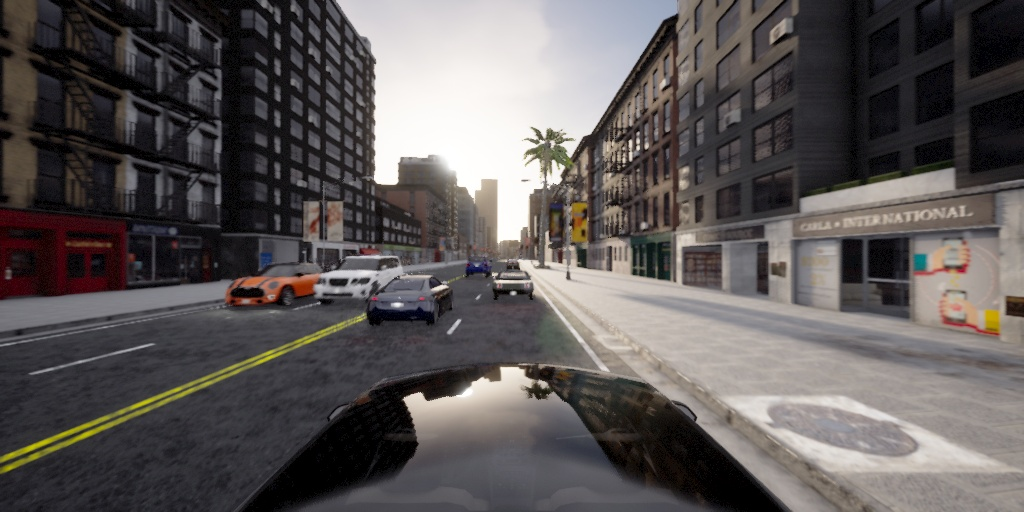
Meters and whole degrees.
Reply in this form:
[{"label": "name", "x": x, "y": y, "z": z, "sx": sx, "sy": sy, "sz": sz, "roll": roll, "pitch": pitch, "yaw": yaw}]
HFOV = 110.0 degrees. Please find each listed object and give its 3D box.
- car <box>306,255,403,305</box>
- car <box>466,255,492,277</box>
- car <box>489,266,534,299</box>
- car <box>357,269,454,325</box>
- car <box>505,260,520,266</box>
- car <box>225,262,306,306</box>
[{"label": "car", "x": -6.581, "y": 0.964, "z": 16.266, "sx": 2.150, "sy": 2.045, "sz": 5.566, "roll": 0, "pitch": 0, "yaw": 0}, {"label": "car", "x": -3.148, "y": 0.959, "z": 34.782, "sx": 2.150, "sy": 2.045, "sz": 5.566, "roll": 0, "pitch": 0, "yaw": 0}, {"label": "car", "x": 0.070, "y": 1.344, "z": 17.886, "sx": 1.895, "sy": 1.301, "sz": 4.718, "roll": 0, "pitch": 0, "yaw": 0}, {"label": "car", "x": -3.150, "y": 1.310, "z": 11.850, "sx": 1.994, "sy": 1.385, "sz": 4.181, "roll": 0, "pitch": 0, "yaw": 0}, {"label": "car", "x": 0.101, "y": 1.239, "z": 49.793, "sx": 1.837, "sy": 1.490, "sz": 4.892, "roll": 0, "pitch": -1, "yaw": 0}, {"label": "car", "x": -9.832, "y": 1.096, "z": 15.506, "sx": 2.097, "sy": 1.767, "sz": 4.553, "roll": 0, "pitch": 0, "yaw": 0}]
